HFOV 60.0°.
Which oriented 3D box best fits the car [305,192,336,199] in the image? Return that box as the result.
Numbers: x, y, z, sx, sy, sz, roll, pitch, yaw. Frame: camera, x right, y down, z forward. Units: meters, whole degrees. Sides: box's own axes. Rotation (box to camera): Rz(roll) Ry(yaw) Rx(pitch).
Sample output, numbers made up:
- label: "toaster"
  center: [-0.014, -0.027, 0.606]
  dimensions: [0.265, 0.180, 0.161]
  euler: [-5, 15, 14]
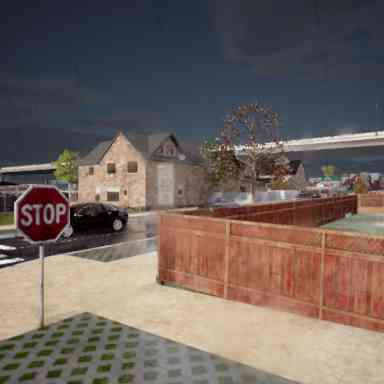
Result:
- label: "car"
  center: [15.388, 0.842, 39.541]
  dimensions: [1.812, 1.442, 4.674]
  euler: [0, 1, 37]

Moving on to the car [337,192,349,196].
- label: "car"
  center: [21.478, 0.694, 47.760]
  dimensions: [2.033, 1.411, 5.357]
  euler: [0, 1, 37]

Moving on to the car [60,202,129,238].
- label: "car"
  center: [-5.408, 1.320, 16.632]
  dimensions: [1.837, 1.490, 4.892]
  euler: [0, 1, 38]

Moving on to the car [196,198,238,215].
- label: "car"
  center: [2.072, 1.187, 26.561]
  dimensions: [1.994, 1.385, 4.181]
  euler: [0, 1, 37]

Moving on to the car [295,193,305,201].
- label: "car"
  center: [15.260, 0.794, 44.061]
  dimensions: [1.812, 1.442, 4.674]
  euler: [0, 1, 37]
